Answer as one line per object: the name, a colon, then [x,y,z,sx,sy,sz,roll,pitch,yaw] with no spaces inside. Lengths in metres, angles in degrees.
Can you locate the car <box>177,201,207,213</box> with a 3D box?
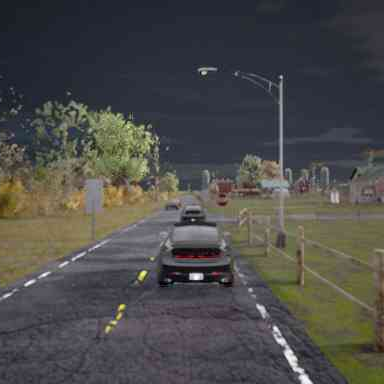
car: [0.073,1.708,25.652,1.837,1.490,4.892,0,0,0]

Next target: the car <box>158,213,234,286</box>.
car: [0.089,1.585,9.632,1.837,1.490,4.892,0,0,0]

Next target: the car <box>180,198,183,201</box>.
car: [-2.876,1.910,59.405,1.882,1.535,5.008,0,0,0]

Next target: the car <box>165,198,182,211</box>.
car: [-2.888,1.960,47.908,1.895,1.301,4.718,0,0,0]

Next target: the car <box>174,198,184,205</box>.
car: [-2.825,2.038,73.035,2.128,1.511,4.902,0,0,0]
